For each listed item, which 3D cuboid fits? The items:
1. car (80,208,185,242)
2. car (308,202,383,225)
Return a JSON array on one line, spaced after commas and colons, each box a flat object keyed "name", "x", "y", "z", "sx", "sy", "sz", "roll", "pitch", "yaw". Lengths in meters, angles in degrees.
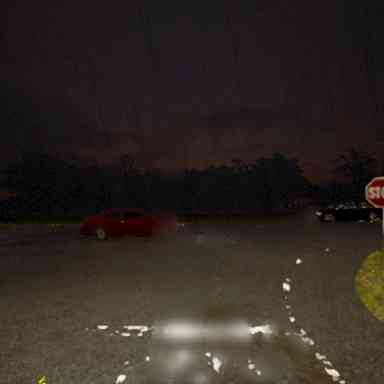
[{"name": "car", "x": -2.651, "y": 1.473, "z": 15.139, "sx": 4.674, "sy": 1.442, "sz": 1.812, "roll": -1, "pitch": -2, "yaw": 0}, {"name": "car", "x": 10.299, "y": 1.428, "z": 22.326, "sx": 4.902, "sy": 1.511, "sz": 2.128, "roll": -1, "pitch": -3, "yaw": -1}]
